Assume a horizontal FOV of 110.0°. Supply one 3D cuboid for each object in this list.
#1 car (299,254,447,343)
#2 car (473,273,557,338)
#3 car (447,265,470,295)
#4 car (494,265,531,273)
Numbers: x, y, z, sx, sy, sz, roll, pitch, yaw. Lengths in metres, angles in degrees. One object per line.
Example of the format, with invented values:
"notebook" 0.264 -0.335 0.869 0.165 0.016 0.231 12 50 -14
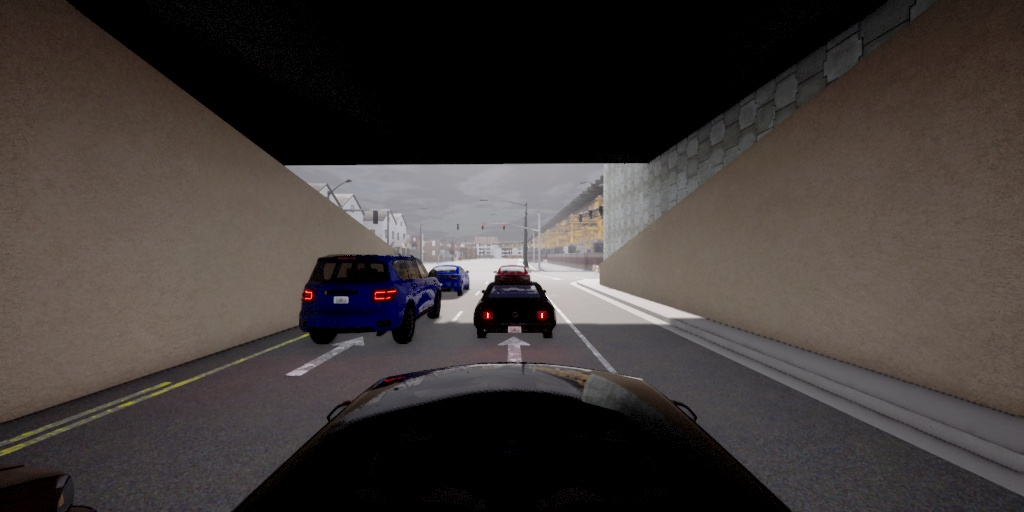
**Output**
"car" -3.437 0.971 9.851 2.150 2.045 5.566 0 0 0
"car" 0.058 1.351 10.200 1.895 1.301 4.718 0 0 0
"car" -3.485 1.227 19.788 1.882 1.535 5.008 0 0 0
"car" 0.016 1.227 19.537 1.882 1.535 5.008 0 0 0
